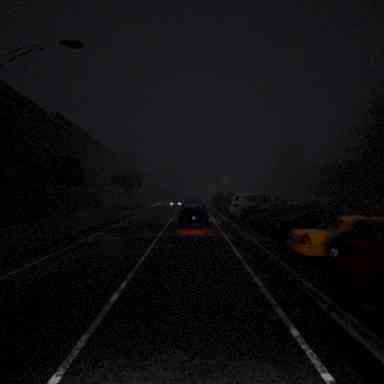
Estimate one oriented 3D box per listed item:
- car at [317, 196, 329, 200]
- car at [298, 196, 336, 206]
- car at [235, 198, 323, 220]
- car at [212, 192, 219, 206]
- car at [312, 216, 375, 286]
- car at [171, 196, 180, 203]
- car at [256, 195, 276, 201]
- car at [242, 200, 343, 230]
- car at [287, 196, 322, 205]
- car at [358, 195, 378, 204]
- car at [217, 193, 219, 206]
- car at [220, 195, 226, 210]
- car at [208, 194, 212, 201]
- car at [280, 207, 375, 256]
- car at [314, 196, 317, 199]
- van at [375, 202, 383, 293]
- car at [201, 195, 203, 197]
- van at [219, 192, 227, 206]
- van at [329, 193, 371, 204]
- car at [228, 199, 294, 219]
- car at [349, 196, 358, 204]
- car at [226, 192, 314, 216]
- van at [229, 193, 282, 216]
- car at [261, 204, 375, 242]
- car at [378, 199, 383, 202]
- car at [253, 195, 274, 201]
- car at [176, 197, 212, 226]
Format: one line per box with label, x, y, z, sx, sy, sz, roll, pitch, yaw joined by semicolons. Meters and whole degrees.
car;18.644;1.205;41.462;4.553;1.767;2.185;0;0;0
car;18.682;1.336;49.818;5.008;1.535;2.097;0;0;0
car;5.610;1.372;21.795;4.892;1.521;2.231;0;0;0
car;5.624;1.079;41.420;5.566;2.045;2.435;0;0;0
car;5.662;1.459;7.786;4.792;1.488;2.163;0;0;0
car;-3.252;1.487;67.075;1.837;1.490;4.892;0;0;0
car;18.700;1.601;83.870;4.674;1.452;2.002;0;0;0
car;5.589;1.409;18.997;4.792;1.488;2.163;0;0;0
car;18.675;1.357;55.386;5.008;1.535;2.097;0;0;0
car;18.497;1.349;30.325;5.366;1.575;1.946;0;0;0
car;5.565;1.208;38.620;4.553;1.767;2.185;0;0;0
car;5.594;1.347;33.012;4.892;1.521;2.231;0;0;0
car;5.626;1.085;49.831;5.566;2.045;2.435;0;0;0
car;5.815;1.412;10.589;5.366;1.575;1.946;0;0;0
car;18.678;1.371;47.031;4.674;1.452;2.002;0;0;0
van;5.520;1.219;4.981;4.442;1.987;1.878;0;0;0
car;0.101;1.370;41.053;1.837;1.490;4.892;0;0;0
van;5.482;1.114;35.815;4.442;1.987;1.878;0;0;0
van;18.792;1.108;38.682;4.442;1.987;1.878;0;0;0
car;5.601;1.358;27.406;5.008;1.535;2.097;0;0;0
car;18.677;1.386;33.110;4.674;1.452;2.002;0;0;0
car;5.639;1.113;24.601;5.566;2.045;2.435;0;0;0
van;5.719;1.126;30.209;4.442;1.987;1.878;0;0;0
car;5.620;1.401;13.389;5.008;1.535;2.097;0;0;0
car;18.681;1.359;27.539;5.008;1.535;2.097;0;0;0
car;18.710;1.584;87.019;5.008;1.535;2.097;0;0;0
car;0.101;1.380;22.409;1.882;1.535;5.008;0;1;0
